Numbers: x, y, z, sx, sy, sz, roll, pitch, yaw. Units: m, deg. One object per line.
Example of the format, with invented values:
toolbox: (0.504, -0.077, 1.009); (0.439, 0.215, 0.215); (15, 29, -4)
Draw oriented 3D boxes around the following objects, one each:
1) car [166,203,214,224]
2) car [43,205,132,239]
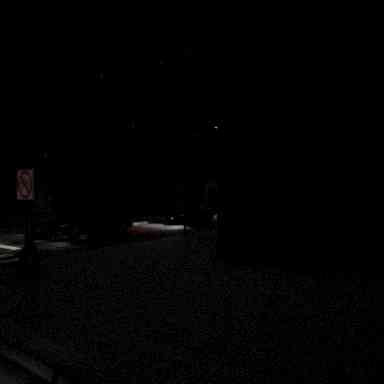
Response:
car: (-0.045, 1.582, 25.417); (1.812, 1.442, 4.674); (0, 0, 35)
car: (-5.424, 1.516, 17.866); (1.882, 1.535, 5.008); (0, 0, 35)
